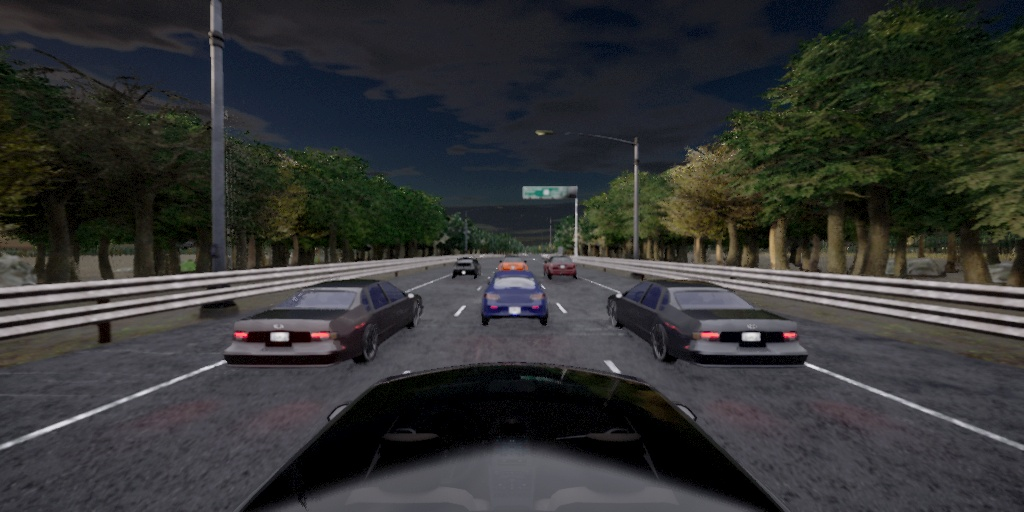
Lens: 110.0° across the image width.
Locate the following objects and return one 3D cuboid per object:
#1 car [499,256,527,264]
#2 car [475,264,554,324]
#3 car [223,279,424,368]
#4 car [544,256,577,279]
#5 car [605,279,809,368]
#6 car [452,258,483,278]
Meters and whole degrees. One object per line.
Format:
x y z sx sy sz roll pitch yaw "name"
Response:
0.077 0.746 27.437 2.097 1.767 4.553 0 1 0 "car"
0.070 1.142 11.164 1.812 1.442 4.674 0 1 0 "car"
-3.436 1.210 7.839 2.033 1.411 5.357 0 1 0 "car"
3.576 0.746 27.439 2.097 1.767 4.553 0 1 0 "car"
3.565 1.211 7.835 2.033 1.411 5.357 0 1 0 "car"
-3.421 0.894 27.823 1.837 1.490 4.892 0 1 0 "car"
